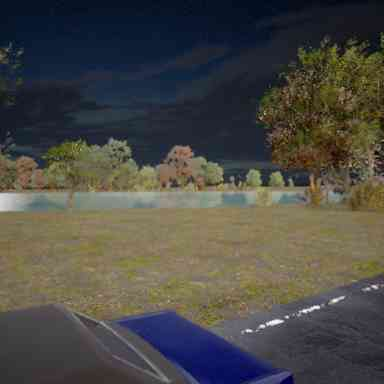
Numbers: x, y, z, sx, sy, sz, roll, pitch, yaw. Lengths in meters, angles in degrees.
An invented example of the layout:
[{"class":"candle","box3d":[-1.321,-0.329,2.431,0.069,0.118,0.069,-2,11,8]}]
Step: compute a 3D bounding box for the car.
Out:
[{"class":"car","box3d":[-1.603,1.603,1.925,4.718,1.301,1.895,-1,0,-36]}]
